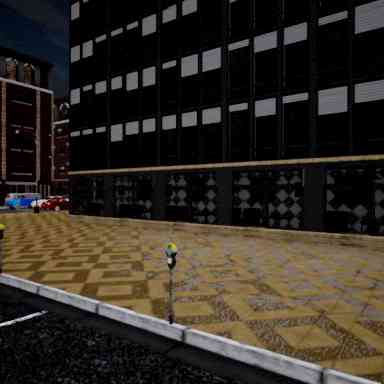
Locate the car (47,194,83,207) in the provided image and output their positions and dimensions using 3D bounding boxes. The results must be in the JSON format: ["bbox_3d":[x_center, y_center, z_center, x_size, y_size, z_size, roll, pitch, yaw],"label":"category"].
[{"bbox_3d":[-16.802,1.077,44.240,1.967,1.590,4.097,1,1,35],"label":"car"}]

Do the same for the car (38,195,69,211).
[{"bbox_3d":[-13.558,1.267,35.117,1.887,1.381,4.507,1,1,35],"label":"car"}]

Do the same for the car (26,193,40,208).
[{"bbox_3d":[-16.828,1.211,39.914,1.812,1.442,4.674,0,1,35],"label":"car"}]

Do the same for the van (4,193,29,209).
[{"bbox_3d":[-20.036,1.048,39.598,1.690,1.788,3.998,1,1,35],"label":"van"}]
